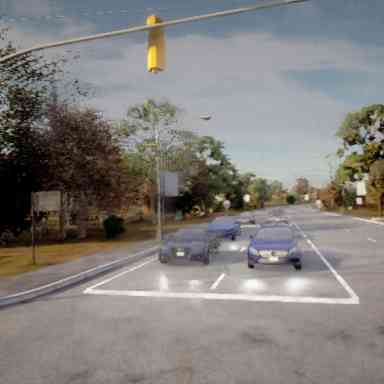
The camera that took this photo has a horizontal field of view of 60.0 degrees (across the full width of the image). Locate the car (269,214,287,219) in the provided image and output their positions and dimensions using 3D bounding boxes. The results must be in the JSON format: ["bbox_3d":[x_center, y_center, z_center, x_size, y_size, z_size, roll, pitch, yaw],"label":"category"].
[{"bbox_3d":[5.653,2.418,22.109,1.895,1.301,4.718,-2,-3,15],"label":"car"}]

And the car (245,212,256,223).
[{"bbox_3d":[6.435,3.059,38.855,1.812,1.442,4.674,-2,-3,15],"label":"car"}]

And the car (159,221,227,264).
[{"bbox_3d":[0.057,2.222,14.530,1.994,1.385,4.181,-2,-3,15],"label":"car"}]

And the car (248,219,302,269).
[{"bbox_3d":[3.318,2.022,13.173,1.812,1.442,4.674,-3,-3,16],"label":"car"}]

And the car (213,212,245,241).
[{"bbox_3d":[2.319,2.449,23.207,1.882,1.535,5.008,-2,-2,15],"label":"car"}]

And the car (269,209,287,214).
[{"bbox_3d":[10.828,2.876,41.779,2.097,1.767,4.553,-2,-3,15],"label":"car"}]
